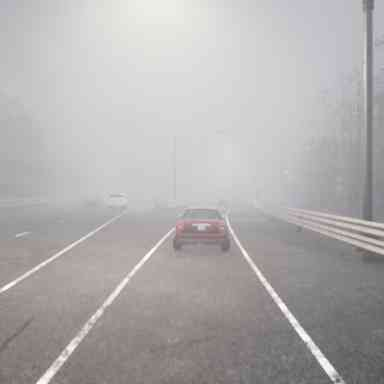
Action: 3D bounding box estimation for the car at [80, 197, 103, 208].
[{"bbox_3d":[-13.433,1.450,45.328,1.812,1.442,4.674,0,0,-6],"label":"car"}]

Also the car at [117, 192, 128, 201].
[{"bbox_3d":[-17.659,1.118,84.663,2.150,2.045,5.566,0,0,-6],"label":"car"}]

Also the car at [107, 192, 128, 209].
[{"bbox_3d":[-9.751,1.165,43.818,2.150,2.045,5.566,0,0,-6],"label":"car"}]

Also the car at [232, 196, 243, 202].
[{"bbox_3d":[11.784,1.769,85.729,2.097,1.767,4.553,0,0,16],"label":"car"}]

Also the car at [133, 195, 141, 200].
[{"bbox_3d":[-14.305,1.434,86.223,2.128,1.511,4.902,0,0,-6],"label":"car"}]

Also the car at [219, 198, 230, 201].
[{"bbox_3d":[5.488,1.778,58.246,1.837,1.490,4.892,0,0,11],"label":"car"}]

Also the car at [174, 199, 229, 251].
[{"bbox_3d":[0.443,1.381,14.568,2.097,1.767,4.553,1,0,3],"label":"car"}]
